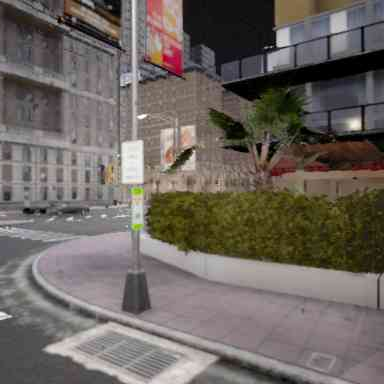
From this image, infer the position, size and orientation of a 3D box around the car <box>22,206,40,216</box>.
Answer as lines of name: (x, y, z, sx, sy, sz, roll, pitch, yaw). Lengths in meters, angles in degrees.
car: (-15.797, 1.847, 36.167, 1.895, 1.301, 4.718, -1, 0, 35)

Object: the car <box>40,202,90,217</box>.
car: (-12.750, 1.747, 34.416, 1.812, 1.442, 4.674, -1, 0, 35)
